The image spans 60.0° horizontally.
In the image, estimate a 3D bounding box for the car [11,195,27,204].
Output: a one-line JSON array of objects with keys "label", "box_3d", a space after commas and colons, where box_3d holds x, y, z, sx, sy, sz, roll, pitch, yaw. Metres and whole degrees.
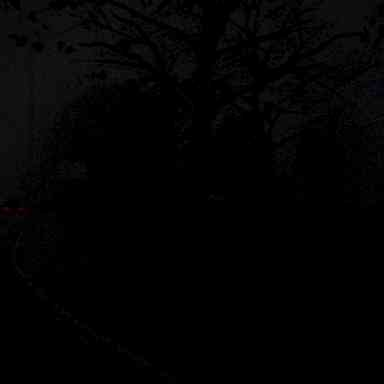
[{"label": "car", "box_3d": [-28.223, 1.201, 54.421, 2.033, 1.411, 5.357, 0, 0, -24]}]

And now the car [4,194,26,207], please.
[{"label": "car", "box_3d": [-24.174, 1.084, 45.237, 2.097, 1.767, 4.553, 0, 0, -24]}]
